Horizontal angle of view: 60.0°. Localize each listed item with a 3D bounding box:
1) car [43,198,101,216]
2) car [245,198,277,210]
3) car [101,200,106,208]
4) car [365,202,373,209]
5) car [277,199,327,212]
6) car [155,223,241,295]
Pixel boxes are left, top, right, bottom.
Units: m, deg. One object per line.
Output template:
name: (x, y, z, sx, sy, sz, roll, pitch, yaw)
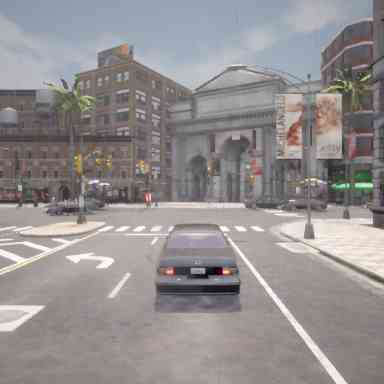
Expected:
car: (-11.759, 1.491, 32.061, 2.128, 1.511, 4.902, 0, 0, 39)
car: (9.066, 1.507, 41.210, 4.892, 1.490, 1.837, 1, 0, 1)
car: (-13.271, 1.505, 41.445, 4.892, 1.490, 1.837, 0, 0, 1)
car: (24.074, 1.478, 41.025, 5.008, 1.535, 1.882, 0, 0, 1)
car: (12.681, 1.492, 37.672, 4.902, 1.511, 2.128, 0, 0, 1)
car: (0.118, 1.547, 8.840, 2.033, 1.411, 5.357, 0, 0, 0)
